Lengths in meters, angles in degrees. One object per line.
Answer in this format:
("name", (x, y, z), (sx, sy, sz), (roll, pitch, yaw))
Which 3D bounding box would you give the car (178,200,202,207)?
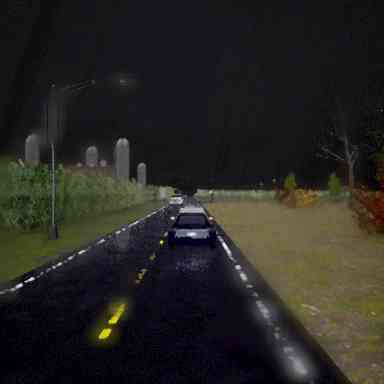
("car", (0.000, 1.633, 29.687), (1.895, 1.301, 4.718), (0, 0, 0))

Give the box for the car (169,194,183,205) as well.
("car", (-2.751, 1.383, 58.636), (2.150, 2.045, 5.566), (0, 0, 0))

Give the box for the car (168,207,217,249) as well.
("car", (0.000, 1.577, 14.653), (1.994, 1.385, 4.181), (0, 0, 0))
